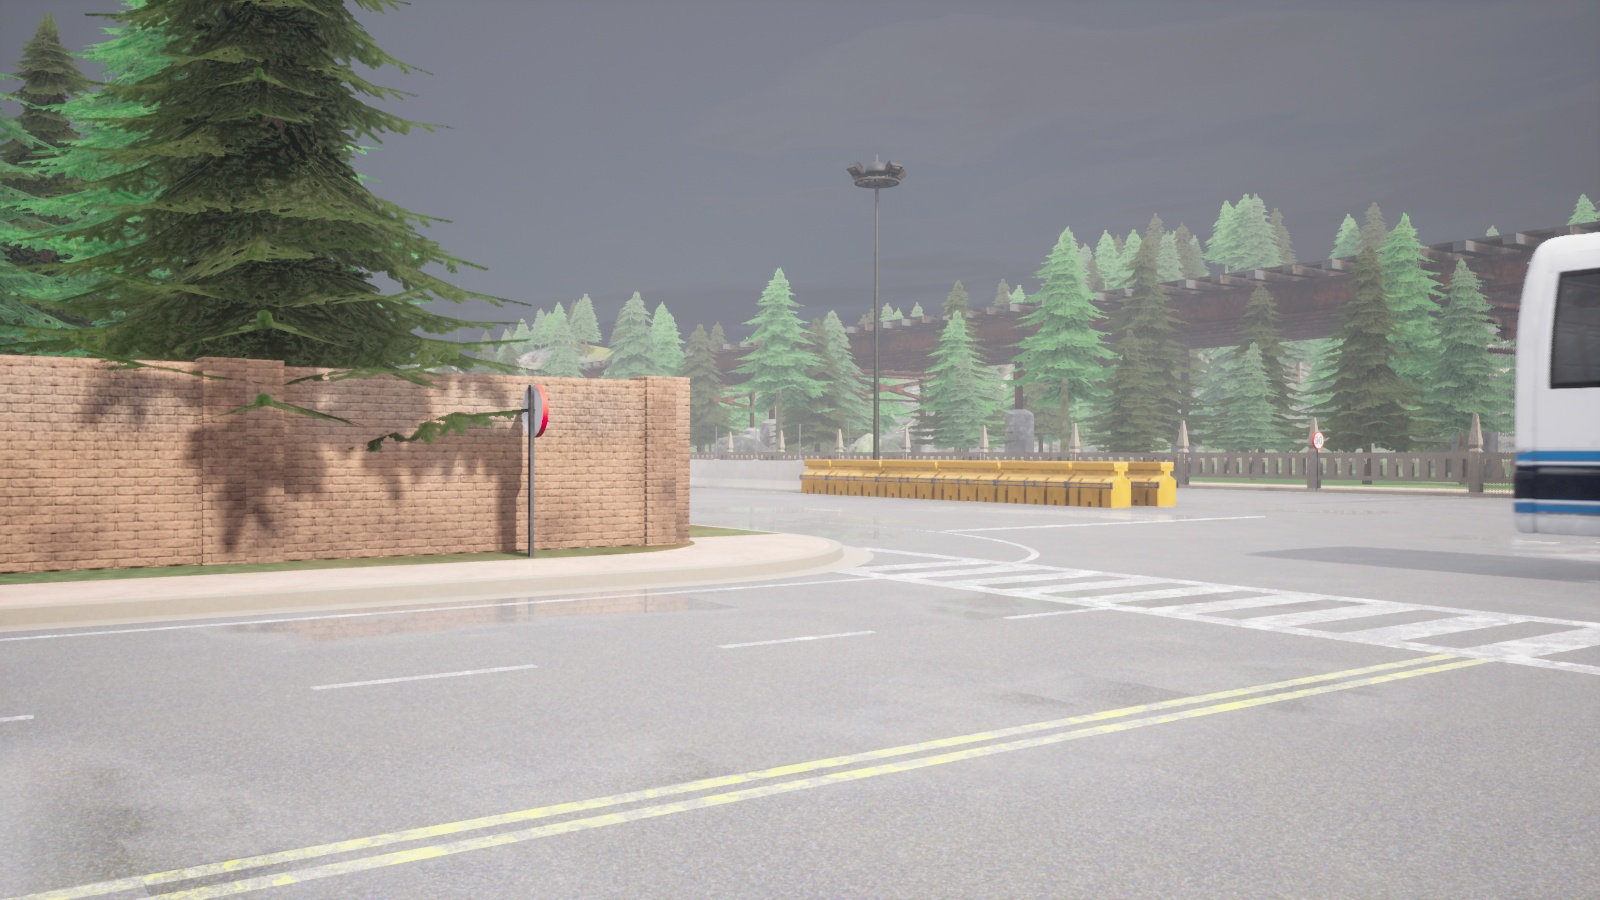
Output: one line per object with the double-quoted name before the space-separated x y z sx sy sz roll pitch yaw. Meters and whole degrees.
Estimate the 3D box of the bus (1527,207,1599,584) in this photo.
"bus" 13.138 -0.631 11.739 3.944 4.253 10.273 0 0 -35
